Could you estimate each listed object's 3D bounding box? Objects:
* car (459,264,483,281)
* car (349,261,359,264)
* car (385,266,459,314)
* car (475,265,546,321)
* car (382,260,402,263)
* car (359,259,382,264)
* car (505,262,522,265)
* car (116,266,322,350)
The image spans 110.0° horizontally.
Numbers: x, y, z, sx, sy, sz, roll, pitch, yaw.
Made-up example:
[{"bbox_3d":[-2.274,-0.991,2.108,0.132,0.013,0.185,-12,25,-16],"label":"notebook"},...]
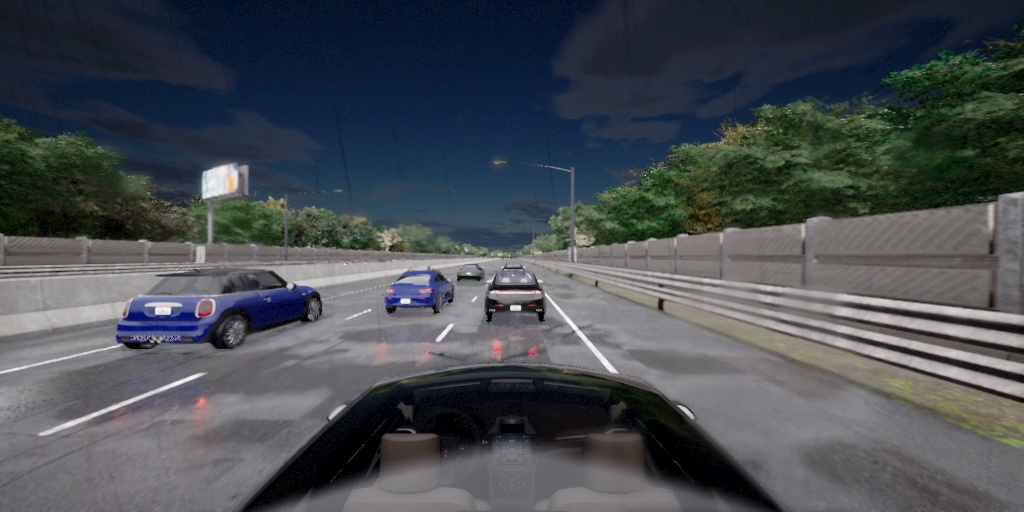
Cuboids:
[{"bbox_3d":[-3.395,1.336,30.145,1.994,1.385,4.181,0,0,0],"label":"car"},{"bbox_3d":[-24.533,1.441,56.300,1.895,1.301,4.718,0,0,1],"label":"car"},{"bbox_3d":[-3.398,1.280,13.759,1.812,1.442,4.674,0,0,0],"label":"car"},{"bbox_3d":[0.102,1.245,12.476,2.128,1.511,4.902,0,0,0],"label":"car"},{"bbox_3d":[-17.556,1.359,54.295,1.812,1.442,4.674,0,0,0],"label":"car"},{"bbox_3d":[-21.049,1.187,54.796,2.097,1.767,4.553,0,0,0],"label":"car"},{"bbox_3d":[0.105,1.262,29.442,2.128,1.511,4.902,0,0,0],"label":"car"},{"bbox_3d":[-6.899,1.104,9.211,2.097,1.767,4.553,0,0,0],"label":"car"}]
